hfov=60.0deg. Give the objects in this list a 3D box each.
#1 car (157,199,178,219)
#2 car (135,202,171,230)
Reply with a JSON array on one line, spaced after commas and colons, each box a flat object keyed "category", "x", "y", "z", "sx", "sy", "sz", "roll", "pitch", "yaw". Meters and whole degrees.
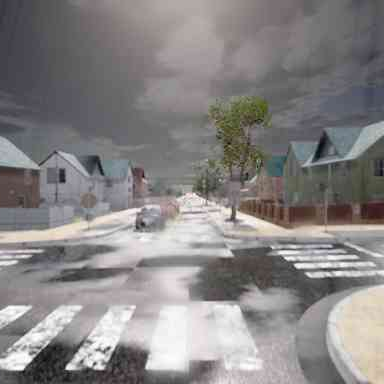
[{"category": "car", "x": -2.854, "y": 1.665, "z": 33.226, "sx": 2.097, "sy": 1.767, "sz": 4.553, "roll": 0, "pitch": -1, "yaw": 0}, {"category": "car", "x": -2.802, "y": 1.711, "z": 23.128, "sx": 2.128, "sy": 1.511, "sz": 4.902, "roll": 0, "pitch": -1, "yaw": -2}]
